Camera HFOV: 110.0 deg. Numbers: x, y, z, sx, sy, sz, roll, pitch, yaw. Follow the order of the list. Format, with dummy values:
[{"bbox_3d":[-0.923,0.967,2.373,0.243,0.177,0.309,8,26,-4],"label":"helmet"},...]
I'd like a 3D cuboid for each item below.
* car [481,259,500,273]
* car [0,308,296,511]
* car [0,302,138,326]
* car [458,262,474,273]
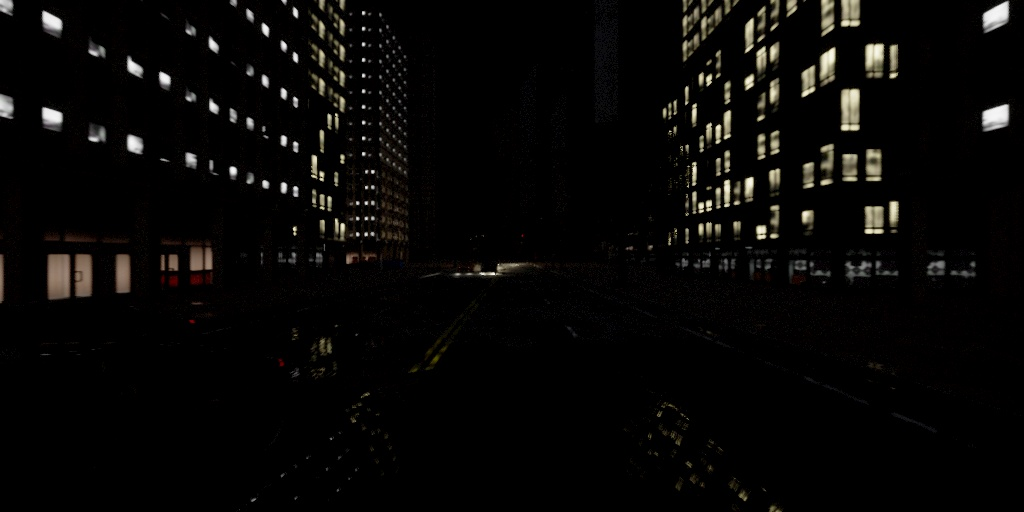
[{"bbox_3d":[-3.243,1.467,50.860,2.097,1.767,4.553,0,0,0],"label":"car"},{"bbox_3d":[-3.349,1.317,2.194,1.994,1.385,4.181,0,0,0],"label":"car"},{"bbox_3d":[-6.599,1.336,4.736,1.994,1.385,4.181,0,0,0],"label":"car"},{"bbox_3d":[-6.493,1.576,50.831,1.882,1.535,5.008,0,0,0],"label":"car"}]
